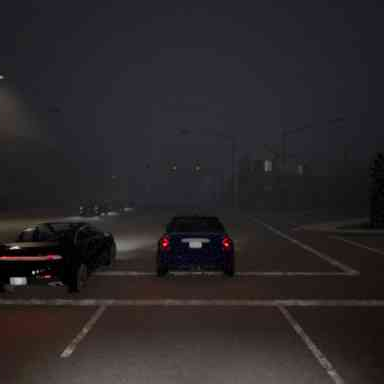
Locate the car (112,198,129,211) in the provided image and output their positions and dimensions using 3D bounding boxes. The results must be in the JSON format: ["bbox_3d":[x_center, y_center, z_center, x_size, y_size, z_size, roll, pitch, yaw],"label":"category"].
[{"bbox_3d":[-10.571,1.833,45.828,2.128,1.511,4.902,0,0,0],"label":"car"}]

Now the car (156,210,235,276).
[{"bbox_3d":[0.099,1.412,10.701,2.097,1.767,4.553,0,-1,0],"label":"car"}]

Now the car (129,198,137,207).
[{"bbox_3d":[-10.519,1.751,56.234,2.128,1.511,4.902,0,1,1],"label":"car"}]

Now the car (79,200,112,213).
[{"bbox_3d":[-10.583,1.650,36.049,2.097,1.767,4.553,0,0,0],"label":"car"}]

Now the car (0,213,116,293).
[{"bbox_3d":[-3.403,1.544,8.965,2.128,1.511,4.902,0,0,0],"label":"car"}]
